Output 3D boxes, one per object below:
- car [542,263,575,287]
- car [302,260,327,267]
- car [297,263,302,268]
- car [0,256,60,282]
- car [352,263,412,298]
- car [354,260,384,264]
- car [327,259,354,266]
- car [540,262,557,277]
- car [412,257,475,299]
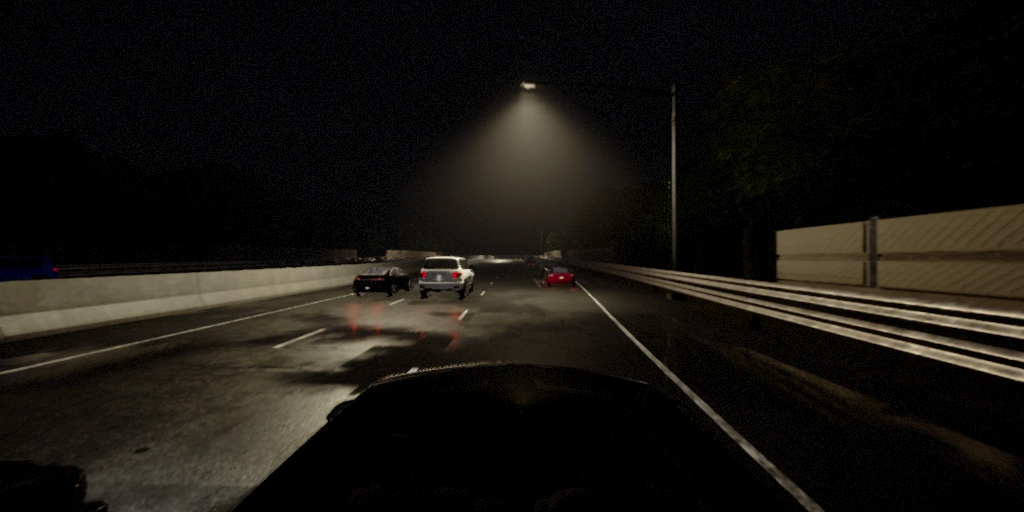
[{"bbox_3d":[3.383,1.405,25.777,1.994,1.385,4.181,0,0,3],"label":"car"},{"bbox_3d":[-24.160,1.227,45.868,1.837,1.490,4.892,0,0,1],"label":"car"},{"bbox_3d":[-27.611,1.216,49.522,1.812,1.442,4.674,0,0,1],"label":"car"},{"bbox_3d":[-27.241,1.011,18.388,2.150,2.045,5.566,0,0,-2],"label":"car"},{"bbox_3d":[-6.785,1.312,19.302,2.128,1.511,4.902,0,0,1],"label":"car"},{"bbox_3d":[-17.164,1.287,44.671,2.033,1.411,5.357,0,0,1],"label":"car"},{"bbox_3d":[-20.662,1.211,44.959,1.882,1.535,5.008,0,1,1],"label":"car"},{"bbox_3d":[3.779,1.311,35.817,2.128,1.511,4.902,0,0,2],"label":"car"},{"bbox_3d":[-3.290,1.046,18.959,2.150,2.045,5.566,0,0,1],"label":"car"}]
